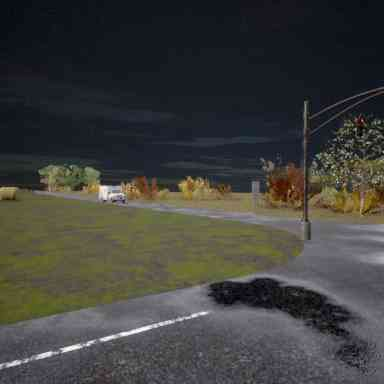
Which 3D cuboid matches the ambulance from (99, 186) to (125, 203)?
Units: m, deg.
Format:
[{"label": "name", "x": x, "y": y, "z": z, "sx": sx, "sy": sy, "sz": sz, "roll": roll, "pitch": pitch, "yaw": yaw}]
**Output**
[{"label": "ambulance", "x": -11.962, "y": 0.341, "z": 50.021, "sx": 2.351, "sy": 2.431, "sz": 6.366, "roll": 2, "pitch": 0, "yaw": -32}]
